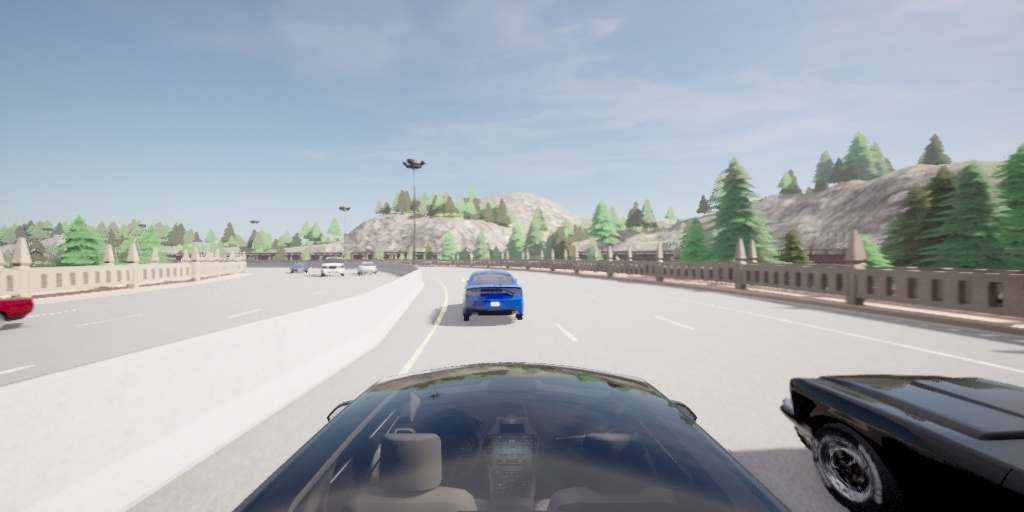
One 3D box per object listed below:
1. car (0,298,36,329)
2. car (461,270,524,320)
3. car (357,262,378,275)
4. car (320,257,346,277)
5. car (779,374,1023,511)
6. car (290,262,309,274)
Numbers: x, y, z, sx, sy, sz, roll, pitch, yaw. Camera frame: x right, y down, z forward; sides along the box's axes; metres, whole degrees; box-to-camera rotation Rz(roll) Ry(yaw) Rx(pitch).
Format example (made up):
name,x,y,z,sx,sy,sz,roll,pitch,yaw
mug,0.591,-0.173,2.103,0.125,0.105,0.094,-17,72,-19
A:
name,x,y,z,sx,sy,sz,roll,pitch,yaw
car,-14.466,1.415,7.977,1.895,1.301,4.718,0,0,-5
car,-0.767,1.232,12.765,1.882,1.535,5.008,0,0,-7
car,-16.640,1.426,41.273,1.812,1.442,4.674,0,0,-26
car,-19.122,1.133,38.440,2.150,2.045,5.566,0,0,-25
car,3.488,1.337,1.268,1.895,1.301,4.718,0,0,0
car,-27.577,1.541,46.535,1.812,1.442,4.674,0,0,-33
